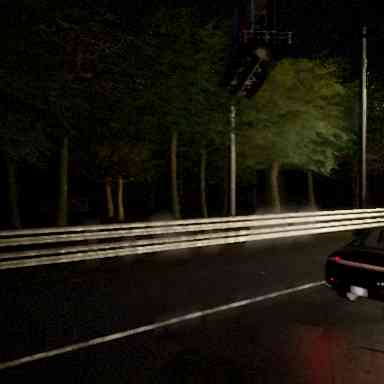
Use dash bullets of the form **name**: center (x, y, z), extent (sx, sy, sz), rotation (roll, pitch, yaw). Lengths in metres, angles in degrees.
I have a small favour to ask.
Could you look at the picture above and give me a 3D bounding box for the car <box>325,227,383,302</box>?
- **car**: center (4.863, 1.478, 7.056), extent (4.902, 1.511, 2.128), rotation (0, 0, -34)
